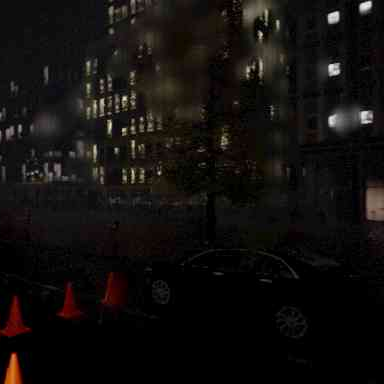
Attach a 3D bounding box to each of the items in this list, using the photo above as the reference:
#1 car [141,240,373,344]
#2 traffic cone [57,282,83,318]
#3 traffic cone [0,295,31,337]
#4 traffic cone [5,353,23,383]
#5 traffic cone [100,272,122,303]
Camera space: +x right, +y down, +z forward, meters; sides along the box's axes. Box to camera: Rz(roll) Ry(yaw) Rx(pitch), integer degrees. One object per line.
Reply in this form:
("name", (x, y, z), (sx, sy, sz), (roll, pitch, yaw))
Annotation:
("car", (0.939, 1.597, 6.348), (4.403, 1.369, 2.008), (0, -1, 36))
("traffic cone", (-2.298, 1.993, 6.257), (0.340, 0.580, 0.340), (0, 0, 36))
("traffic cone", (-2.885, 1.986, 5.448), (0.340, 0.580, 0.340), (0, 0, 36))
("traffic cone", (-1.854, 1.976, 3.464), (0.340, 0.580, 0.340), (0, 0, 36))
("traffic cone", (-1.711, 2.000, 7.067), (0.340, 0.580, 0.340), (0, 0, 36))
